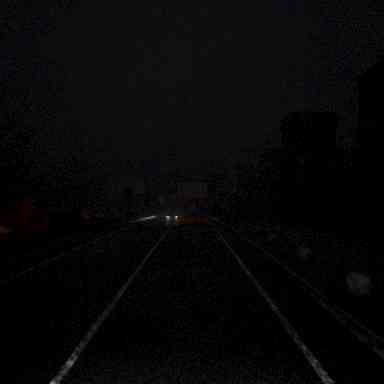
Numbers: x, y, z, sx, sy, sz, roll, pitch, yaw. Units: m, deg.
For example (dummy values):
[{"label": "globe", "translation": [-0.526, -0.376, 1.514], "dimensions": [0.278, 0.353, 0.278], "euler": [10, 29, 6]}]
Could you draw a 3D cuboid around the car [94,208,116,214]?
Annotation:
[{"label": "car", "translation": [-21.754, 4.717, 83.160], "dimensions": [5.008, 1.535, 2.097], "euler": [0, -3, 0]}]

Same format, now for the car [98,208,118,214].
[{"label": "car", "translation": [-21.731, 4.921, 86.303], "dimensions": [4.674, 1.452, 2.002], "euler": [0, -3, 0]}]

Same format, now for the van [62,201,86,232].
[{"label": "van", "translation": [-9.635, 1.574, 21.835], "dimensions": [4.442, 1.987, 1.878], "euler": [0, -2, 0]}]

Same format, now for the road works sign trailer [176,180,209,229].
[{"label": "road works sign trailer", "translation": [0.034, 0.883, 24.863], "dimensions": [2.380, 3.560, 2.880], "euler": [0, -2, -1]}]

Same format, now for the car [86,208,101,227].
[{"label": "car", "translation": [-9.562, 1.767, 24.868], "dimensions": [4.553, 1.767, 2.185], "euler": [0, -2, 0]}]

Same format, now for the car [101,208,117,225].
[{"label": "car", "translation": [-9.358, 1.991, 27.781], "dimensions": [5.366, 1.575, 1.946], "euler": [0, -2, 0]}]

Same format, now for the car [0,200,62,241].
[{"label": "car", "translation": [-9.515, 1.378, 15.646], "dimensions": [5.566, 2.045, 2.435], "euler": [0, -1, 0]}]

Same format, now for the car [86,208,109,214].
[{"label": "car", "translation": [-21.777, 4.417, 76.618], "dimensions": [4.674, 1.452, 2.002], "euler": [0, -3, 0]}]

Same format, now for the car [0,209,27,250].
[{"label": "car", "translation": [-9.466, 1.565, 12.723], "dimensions": [5.008, 1.535, 2.097], "euler": [0, -1, 0]}]

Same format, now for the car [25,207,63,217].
[{"label": "car", "translation": [-21.867, 2.992, 49.149], "dimensions": [4.674, 1.452, 2.002], "euler": [0, -3, 0]}]

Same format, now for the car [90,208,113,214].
[{"label": "car", "translation": [-21.759, 4.548, 79.891], "dimensions": [4.892, 1.521, 2.231], "euler": [0, -3, 0]}]

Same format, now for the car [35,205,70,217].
[{"label": "car", "translation": [-21.925, 2.989, 52.324], "dimensions": [4.553, 1.767, 2.185], "euler": [0, -3, 0]}]

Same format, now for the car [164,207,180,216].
[{"label": "car", "translation": [-3.208, 3.439, 57.356], "dimensions": [1.837, 1.490, 4.892], "euler": [0, -3, 1]}]
